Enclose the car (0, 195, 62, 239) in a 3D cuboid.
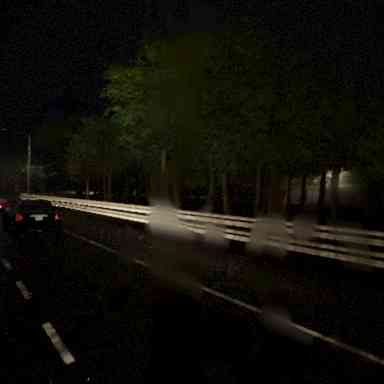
[{"bbox_3d":[-8.001,1.158,16.487,2.097,1.767,4.553,1,0,-35],"label":"car"}]
